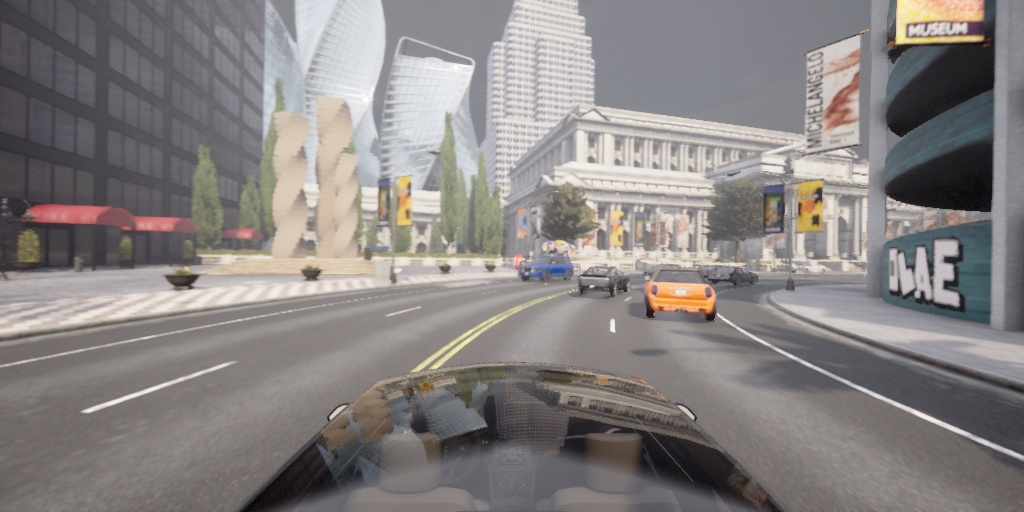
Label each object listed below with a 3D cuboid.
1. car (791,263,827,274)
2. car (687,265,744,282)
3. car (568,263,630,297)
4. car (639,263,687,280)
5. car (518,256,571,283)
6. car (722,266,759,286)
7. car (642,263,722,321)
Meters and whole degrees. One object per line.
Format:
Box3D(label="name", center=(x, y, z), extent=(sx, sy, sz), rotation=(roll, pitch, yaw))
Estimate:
Box3D(label="car", center=(39.512, 1.598, 47.722), extent=(4.674, 1.442, 1.812), rotation=(1, 0, -15))
Box3D(label="car", center=(19.121, 1.583, 33.649), extent=(5.357, 1.411, 2.033), rotation=(1, 0, -27))
Box3D(label="car", center=(5.122, 1.310, 19.570), extent=(2.128, 1.511, 4.902), rotation=(1, 0, 30))
Box3D(label="car", center=(14.814, 1.468, 35.072), extent=(4.892, 1.490, 1.837), rotation=(1, 0, -33))
Box3D(label="car", center=(2.844, 0.995, 28.855), extent=(2.150, 2.045, 5.566), rotation=(1, 0, 40))
Box3D(label="car", center=(17.633, 1.563, 28.537), extent=(5.357, 1.411, 2.033), rotation=(1, 0, -36))
Box3D(label="car", center=(6.090, 1.192, 13.394), extent=(2.097, 1.767, 4.553), rotation=(1, 0, 20))
